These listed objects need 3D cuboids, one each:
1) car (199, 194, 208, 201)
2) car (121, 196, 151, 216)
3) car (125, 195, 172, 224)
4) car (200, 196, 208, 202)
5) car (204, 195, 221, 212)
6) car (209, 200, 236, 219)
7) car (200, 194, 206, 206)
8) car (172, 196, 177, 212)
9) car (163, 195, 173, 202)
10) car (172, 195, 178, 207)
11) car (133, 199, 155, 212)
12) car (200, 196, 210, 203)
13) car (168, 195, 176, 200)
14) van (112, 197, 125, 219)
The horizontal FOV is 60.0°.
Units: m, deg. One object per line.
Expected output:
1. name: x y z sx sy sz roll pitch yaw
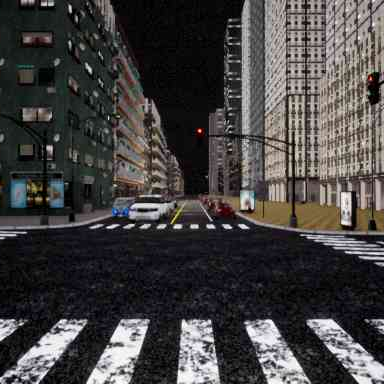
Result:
1. car: 2.799 1.373 83.735 2.192 1.841 5.009 0 0 0
2. car: -5.641 1.327 33.997 2.192 1.841 5.009 0 0 0
3. car: -3.187 1.228 25.509 2.150 2.045 5.566 0 0 4
4. car: 2.791 1.633 78.207 1.802 1.307 4.206 0 0 0
5. car: 2.745 1.455 39.514 1.967 1.590 4.097 0 0 0
6. car: 2.731 1.591 28.458 1.802 1.307 4.206 0 0 0
7. car: 2.765 1.467 56.097 1.967 1.590 4.097 0 0 0
8. car: -3.051 1.540 38.326 1.812 1.442 4.674 0 0 0
9. car: -5.589 1.491 78.218 1.967 1.590 4.097 0 0 0
10. car: -3.030 1.570 49.888 2.033 1.411 5.357 0 0 0
11. car: -5.636 1.560 39.525 1.887 1.381 4.507 0 0 0
12. car: 2.784 1.590 72.679 1.887 1.381 4.507 0 0 0
13. car: -5.570 1.639 94.801 1.947 1.339 4.313 0 0 0
14. van: -5.648 1.351 28.469 1.690 1.788 3.998 0 0 0
